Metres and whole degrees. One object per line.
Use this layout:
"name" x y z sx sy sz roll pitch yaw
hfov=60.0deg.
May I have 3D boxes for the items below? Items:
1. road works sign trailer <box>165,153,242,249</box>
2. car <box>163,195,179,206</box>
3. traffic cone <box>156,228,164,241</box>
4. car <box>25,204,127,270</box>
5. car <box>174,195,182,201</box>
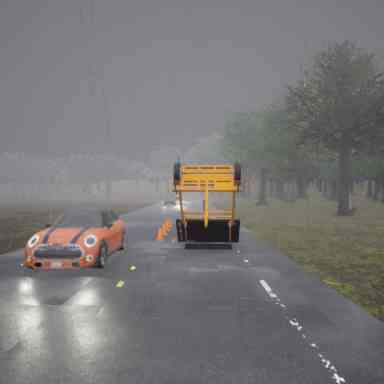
"road works sign trailer" 0.548 0.920 11.782 2.380 3.560 2.880 0 45 4
"car" -3.519 1.436 53.285 1.837 1.490 4.892 0 0 0
"traffic cone" -1.467 1.942 15.334 0.340 0.580 0.340 0 0 0
"car" -3.587 1.342 11.068 2.097 1.767 4.553 0 0 0
"car" -3.386 1.445 81.829 1.895 1.301 4.718 0 0 0
